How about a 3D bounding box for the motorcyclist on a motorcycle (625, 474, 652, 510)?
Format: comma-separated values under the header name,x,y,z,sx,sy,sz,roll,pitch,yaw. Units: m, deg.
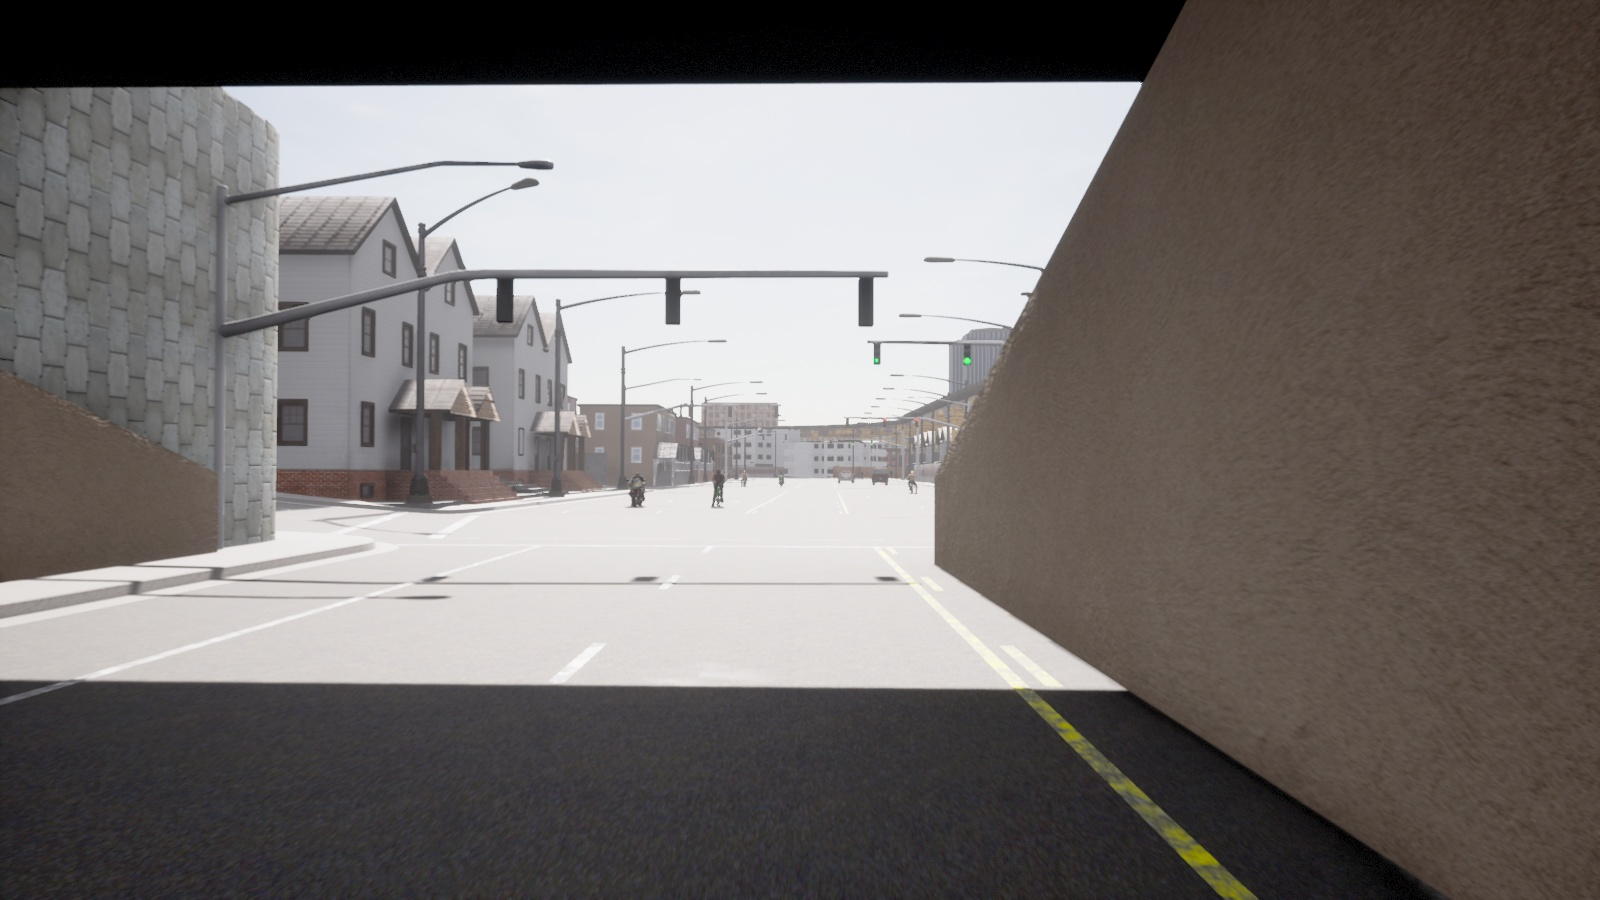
name,x,y,z,sx,sy,sz,roll,pitch,yaw
motorcyclist on a motorcycle,-6.946,1.781,53.954,0.866,1.530,2.191,0,-1,0
